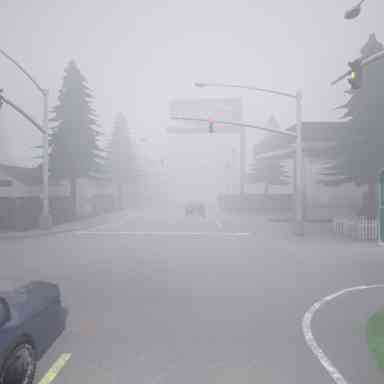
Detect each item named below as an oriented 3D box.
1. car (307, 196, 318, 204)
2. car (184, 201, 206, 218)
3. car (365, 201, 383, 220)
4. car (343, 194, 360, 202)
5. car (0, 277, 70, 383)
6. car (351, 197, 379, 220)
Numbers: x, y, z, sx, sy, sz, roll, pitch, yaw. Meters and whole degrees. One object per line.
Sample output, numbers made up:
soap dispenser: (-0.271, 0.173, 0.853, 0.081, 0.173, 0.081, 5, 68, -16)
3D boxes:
car: (22.751, 1.552, 63.919, 1.970, 1.475, 3.806, 0, 0, 0)
car: (0.296, 1.597, 31.772, 1.837, 1.490, 4.892, 1, 0, 0)
car: (18.813, 1.672, 30.537, 4.611, 1.667, 2.242, 0, 0, 0)
car: (35.185, 1.489, 71.662, 2.007, 1.523, 4.514, 0, 0, 0)
car: (-2.897, 1.542, 2.332, 2.033, 1.411, 5.357, 0, 0, 8)
car: (14.464, 1.505, 24.884, 3.866, 1.878, 1.905, 0, 0, 0)
